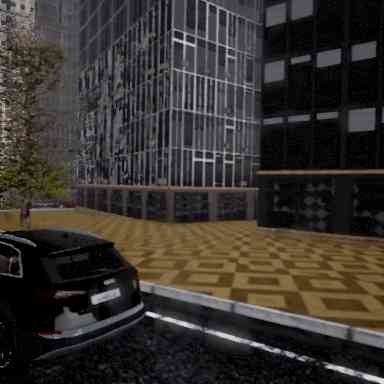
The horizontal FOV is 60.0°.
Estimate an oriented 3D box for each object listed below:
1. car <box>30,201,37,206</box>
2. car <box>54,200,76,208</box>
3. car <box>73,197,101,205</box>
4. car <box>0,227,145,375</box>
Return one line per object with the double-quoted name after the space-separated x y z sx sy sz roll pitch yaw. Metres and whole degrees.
-29.831 1.729 58.956 4.403 1.369 2.008 1 1 -34 "car"
-20.704 1.969 55.659 4.507 1.381 1.887 1 1 -34 "car"
-20.617 1.791 65.266 4.829 1.417 1.752 1 1 -34 "car"
-2.956 1.428 5.667 4.856 1.649 2.033 0 0 35 "car"
